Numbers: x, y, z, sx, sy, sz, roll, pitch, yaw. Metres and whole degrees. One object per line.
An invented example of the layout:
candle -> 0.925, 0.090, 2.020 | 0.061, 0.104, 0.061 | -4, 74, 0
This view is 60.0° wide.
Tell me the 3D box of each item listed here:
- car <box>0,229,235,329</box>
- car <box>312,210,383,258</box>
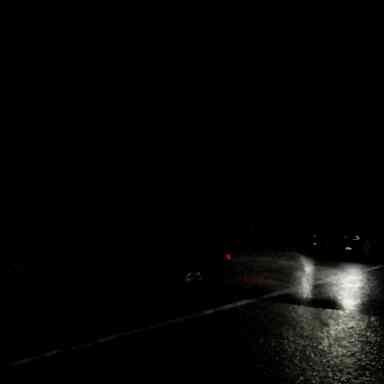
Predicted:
car -> -1.541, 1.549, 7.111 | 5.357, 1.411, 2.033 | 0, 0, -35
car -> 6.707, 1.485, 12.955 | 5.008, 1.535, 1.882 | 0, 0, -36
